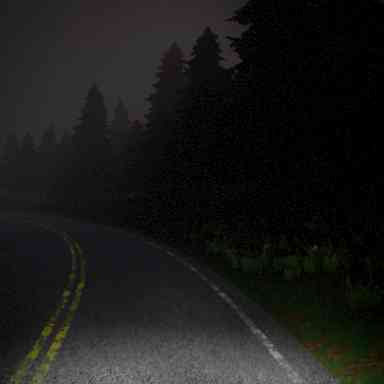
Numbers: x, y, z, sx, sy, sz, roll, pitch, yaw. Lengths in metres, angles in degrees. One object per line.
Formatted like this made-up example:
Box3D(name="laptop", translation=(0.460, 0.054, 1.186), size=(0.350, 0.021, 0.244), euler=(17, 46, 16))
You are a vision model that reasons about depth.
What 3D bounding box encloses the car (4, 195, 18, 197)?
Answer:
Box3D(name="car", translation=(-35.998, 1.278, 66.448), size=(2.033, 1.411, 5.357), euler=(-1, -7, 16))
